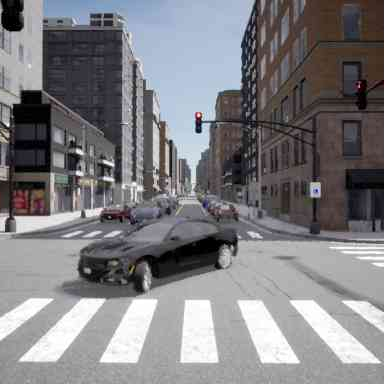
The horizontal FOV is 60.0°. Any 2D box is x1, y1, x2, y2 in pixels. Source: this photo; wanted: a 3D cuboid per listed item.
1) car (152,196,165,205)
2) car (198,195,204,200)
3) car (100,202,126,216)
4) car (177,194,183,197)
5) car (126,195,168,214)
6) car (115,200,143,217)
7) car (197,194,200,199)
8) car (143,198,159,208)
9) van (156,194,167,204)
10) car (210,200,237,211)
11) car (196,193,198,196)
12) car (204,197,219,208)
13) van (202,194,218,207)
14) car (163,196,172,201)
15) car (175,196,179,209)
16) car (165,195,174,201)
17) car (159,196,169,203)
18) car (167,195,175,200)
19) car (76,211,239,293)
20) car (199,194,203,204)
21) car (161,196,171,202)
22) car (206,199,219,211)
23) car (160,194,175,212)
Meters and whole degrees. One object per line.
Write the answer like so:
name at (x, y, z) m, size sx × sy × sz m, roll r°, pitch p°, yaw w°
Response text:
car at (-5.949, 1.461, 60.052) m, size 1.967 × 1.590 × 4.097 m, roll 1°, pitch 0°, yaw 0°
car at (2.519, 1.565, 94.271) m, size 1.752 × 1.417 × 4.829 m, roll 1°, pitch 0°, yaw 0°
car at (-5.893, 1.551, 26.015) m, size 1.887 × 1.381 × 4.507 m, roll 1°, pitch 0°, yaw 0°
car at (-3.134, 1.509, 55.405) m, size 2.128 × 1.511 × 4.902 m, roll 0°, pitch 0°, yaw 1°
car at (-3.137, 1.358, 24.112) m, size 2.097 × 1.767 × 4.553 m, roll 0°, pitch 0°, yaw 0°
car at (-5.902, 1.552, 31.688) m, size 1.887 × 1.381 × 4.507 m, roll 1°, pitch 0°, yaw 0°
car at (2.556, 1.593, 71.407) m, size 1.947 × 1.339 × 4.313 m, roll 1°, pitch 0°, yaw 0°
car at (-5.931, 1.596, 48.707) m, size 1.802 × 1.307 × 4.206 m, roll 1°, pitch 0°, yaw 0°
van at (-5.958, 1.365, 65.725) m, size 1.690 × 1.788 × 3.998 m, roll 1°, pitch 0°, yaw 0°
car at (2.633, 1.588, 26.020) m, size 1.802 × 1.307 × 4.206 m, roll 1°, pitch 0°, yaw 0°
car at (2.539, 1.349, 82.754) m, size 2.192 × 1.841 × 5.009 m, roll 1°, pitch 0°, yaw 0°
car at (2.613, 1.591, 37.367) m, size 1.802 × 1.307 × 4.206 m, roll 1°, pitch 0°, yaw 0°
van at (2.606, 1.353, 43.041) m, size 1.690 × 1.788 × 3.998 m, roll 1°, pitch 0°, yaw 0°
car at (-5.989, 1.600, 82.744) m, size 1.947 × 1.339 × 4.313 m, roll 1°, pitch 0°, yaw 0°
car at (-3.157, 1.576, 43.877) m, size 1.994 × 1.385 × 4.181 m, roll 0°, pitch 0°, yaw 1°
car at (-5.998, 1.603, 88.417) m, size 1.947 × 1.339 × 4.313 m, roll 1°, pitch 0°, yaw 0°
car at (-5.969, 1.610, 71.398) m, size 1.802 × 1.307 × 4.206 m, roll 1°, pitch 0°, yaw 0°
car at (-6.007, 1.585, 94.089) m, size 1.887 × 1.381 × 4.507 m, roll 1°, pitch 0°, yaw 0°
car at (-0.673, 1.462, 9.131) m, size 1.882 × 1.535 × 5.008 m, roll -2°, pitch -2°, yaw 40°
car at (2.597, 1.329, 48.714) m, size 2.192 × 1.841 × 5.009 m, roll 1°, pitch 0°, yaw 0°
car at (-5.979, 1.582, 77.071) m, size 2.008 × 1.369 × 4.403 m, roll 1°, pitch 0°, yaw 0°
car at (2.623, 1.589, 31.694) m, size 1.802 × 1.307 × 4.206 m, roll 1°, pitch 0°, yaw 0°
car at (-3.154, 1.360, 33.932) m, size 2.097 × 1.767 × 4.553 m, roll 0°, pitch 0°, yaw 0°
